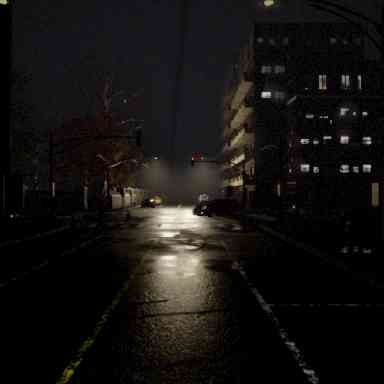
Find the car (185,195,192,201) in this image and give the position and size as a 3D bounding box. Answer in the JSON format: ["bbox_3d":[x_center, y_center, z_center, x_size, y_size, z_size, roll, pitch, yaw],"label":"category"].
[{"bbox_3d":[-0.856,1.486,86.708,1.837,1.490,4.892,0,0,-1],"label":"car"}]

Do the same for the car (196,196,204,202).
[{"bbox_3d":[1.888,1.642,81.381,1.887,1.381,4.507,0,0,-1],"label":"car"}]

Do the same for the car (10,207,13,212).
[{"bbox_3d":[-18.585,1.256,28.960,5.357,1.411,2.033,1,0,-1],"label":"car"}]

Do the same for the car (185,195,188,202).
[{"bbox_3d":[-0.754,1.624,76.289,2.033,1.411,5.357,0,0,-1],"label":"car"}]

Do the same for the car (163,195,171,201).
[{"bbox_3d":[-6.547,1.550,86.928,1.967,1.590,4.097,0,0,-1],"label":"car"}]

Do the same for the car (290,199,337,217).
[{"bbox_3d":[13.118,1.619,35.386,5.009,1.841,2.192,1,-1,-1],"label":"car"}]

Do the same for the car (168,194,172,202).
[{"bbox_3d":[-6.492,1.537,81.299,1.967,1.590,4.097,0,0,-1],"label":"car"}]

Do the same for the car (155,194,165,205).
[{"bbox_3d":[-6.266,1.577,58.609,1.752,1.417,4.829,0,0,-1],"label":"car"}]

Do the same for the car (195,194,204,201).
[{"bbox_3d":[1.833,1.425,87.011,2.192,1.841,5.009,0,0,-1],"label":"car"}]

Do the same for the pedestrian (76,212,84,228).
[{"bbox_3d":[-7.008,1.682,20.661,0.500,1.100,0.500,0,0,-1],"label":"pedestrian"}]

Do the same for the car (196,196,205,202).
[{"bbox_3d":[1.943,1.635,75.751,2.008,1.369,4.403,0,0,-1],"label":"car"}]

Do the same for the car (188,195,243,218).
[{"bbox_3d":[2.333,1.370,30.307,4.553,1.767,2.097,0,0,-28],"label":"car"}]

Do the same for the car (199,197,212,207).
[{"bbox_3d":[2.167,1.588,53.231,1.887,1.381,4.507,0,0,-1],"label":"car"}]

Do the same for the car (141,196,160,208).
[{"bbox_3d":[-6.157,1.601,47.518,1.947,1.339,4.313,0,0,-1],"label":"car"}]

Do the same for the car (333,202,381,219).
[{"bbox_3d":[16.995,1.963,32.852,4.718,1.301,1.895,1,0,-1],"label":"car"}]

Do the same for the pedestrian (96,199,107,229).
[{"bbox_3d":[-5.511,1.301,19.994,0.375,1.860,0.375,0,0,-1],"label":"pedestrian"}]

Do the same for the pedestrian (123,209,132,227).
[{"bbox_3d":[-4.056,1.661,21.206,0.500,1.100,0.500,0,0,-1],"label":"pedestrian"}]

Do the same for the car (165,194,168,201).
[{"bbox_3d":[-6.324,1.377,64.409,2.192,1.841,5.009,0,0,-1],"label":"car"}]
